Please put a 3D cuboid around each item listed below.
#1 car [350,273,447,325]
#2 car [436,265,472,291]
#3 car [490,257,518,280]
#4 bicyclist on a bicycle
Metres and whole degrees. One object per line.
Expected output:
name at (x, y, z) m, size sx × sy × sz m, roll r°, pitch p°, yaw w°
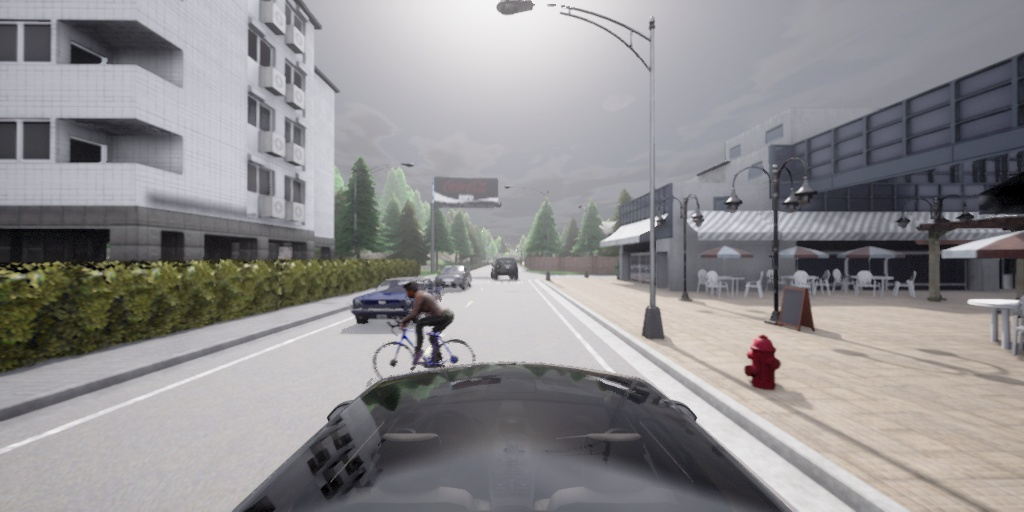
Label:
car at (-3.676, 1.414, 12.294) m, size 1.895 × 1.301 × 4.718 m, roll 0°, pitch 0°, yaw 0°
car at (-3.738, 1.370, 23.429) m, size 2.128 × 1.511 × 4.902 m, roll 0°, pitch 0°, yaw 0°
car at (-0.769, 1.242, 34.396) m, size 2.150 × 2.045 × 5.566 m, roll 0°, pitch -3°, yaw -8°
bicyclist on a bicycle at (-1.422, 1.227, 5.738) m, size 1.656 × 1.620 × 0.582 m, roll -2°, pitch 0°, yaw -1°
